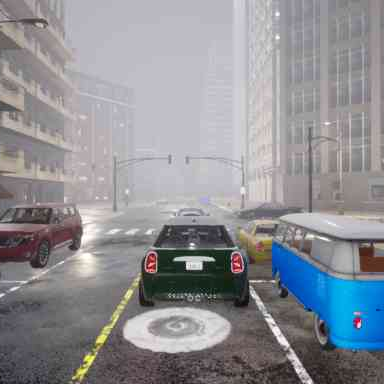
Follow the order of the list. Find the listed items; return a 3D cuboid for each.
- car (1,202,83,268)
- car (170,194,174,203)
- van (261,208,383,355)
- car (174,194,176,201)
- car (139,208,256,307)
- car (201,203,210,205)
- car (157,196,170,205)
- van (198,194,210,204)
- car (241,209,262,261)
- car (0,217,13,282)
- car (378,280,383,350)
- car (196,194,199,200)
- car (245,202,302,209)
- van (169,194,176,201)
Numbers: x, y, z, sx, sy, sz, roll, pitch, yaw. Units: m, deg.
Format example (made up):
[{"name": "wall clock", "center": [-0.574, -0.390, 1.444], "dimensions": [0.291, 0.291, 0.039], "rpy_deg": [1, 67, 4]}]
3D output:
[{"name": "car", "center": [-5.329, 1.320, 11.442], "dimensions": [2.192, 1.841, 5.009], "rpy_deg": [0, 0, 0]}, {"name": "car", "center": [-5.441, 1.561, 71.549], "dimensions": [1.967, 1.590, 4.097], "rpy_deg": [0, 0, 0]}, {"name": "van", "center": [2.561, 1.343, 5.927], "dimensions": [1.690, 1.788, 3.998], "rpy_deg": [0, 0, 0]}, {"name": "car", "center": [-5.452, 1.705, 77.101], "dimensions": [1.947, 1.339, 4.313], "rpy_deg": [0, 0, 0]}, {"name": "car", "center": [0.049, 1.355, 8.147], "dimensions": [2.097, 1.767, 4.553], "rpy_deg": [0, 0, 0]}, {"name": "car", "center": [-0.031, 1.536, 17.190], "dimensions": [1.812, 1.442, 4.674], "rpy_deg": [0, 0, 0]}, {"name": "car", "center": [-5.421, 1.612, 60.273], "dimensions": [1.752, 1.417, 4.829], "rpy_deg": [0, 0, 0]}, {"name": "van", "center": [2.460, 1.429, 60.458], "dimensions": [1.690, 1.788, 3.998], "rpy_deg": [0, 0, 0]}, {"name": "car", "center": [2.549, 1.531, 11.633], "dimensions": [1.752, 1.417, 4.829], "rpy_deg": [0, 0, 0]}, {"name": "car", "center": [-5.320, 1.442, 5.906], "dimensions": [1.967, 1.590, 4.097], "rpy_deg": [0, 0, 0]}, {"name": "car", "center": [2.569, 1.525, 0.563], "dimensions": [1.752, 1.417, 4.829], "rpy_deg": [0, 0, 0]}, {"name": "car", "center": [2.418, 1.703, 82.667], "dimensions": [1.887, 1.381, 4.507], "rpy_deg": [0, 0, 0]}, {"name": "car", "center": [5.923, 1.490, 25.870], "dimensions": [5.357, 1.411, 2.033], "rpy_deg": [-1, 0, -7]}, {"name": "van", "center": [-5.481, 1.541, 93.757], "dimensions": [1.690, 1.788, 3.998], "rpy_deg": [0, 0, 0]}]
